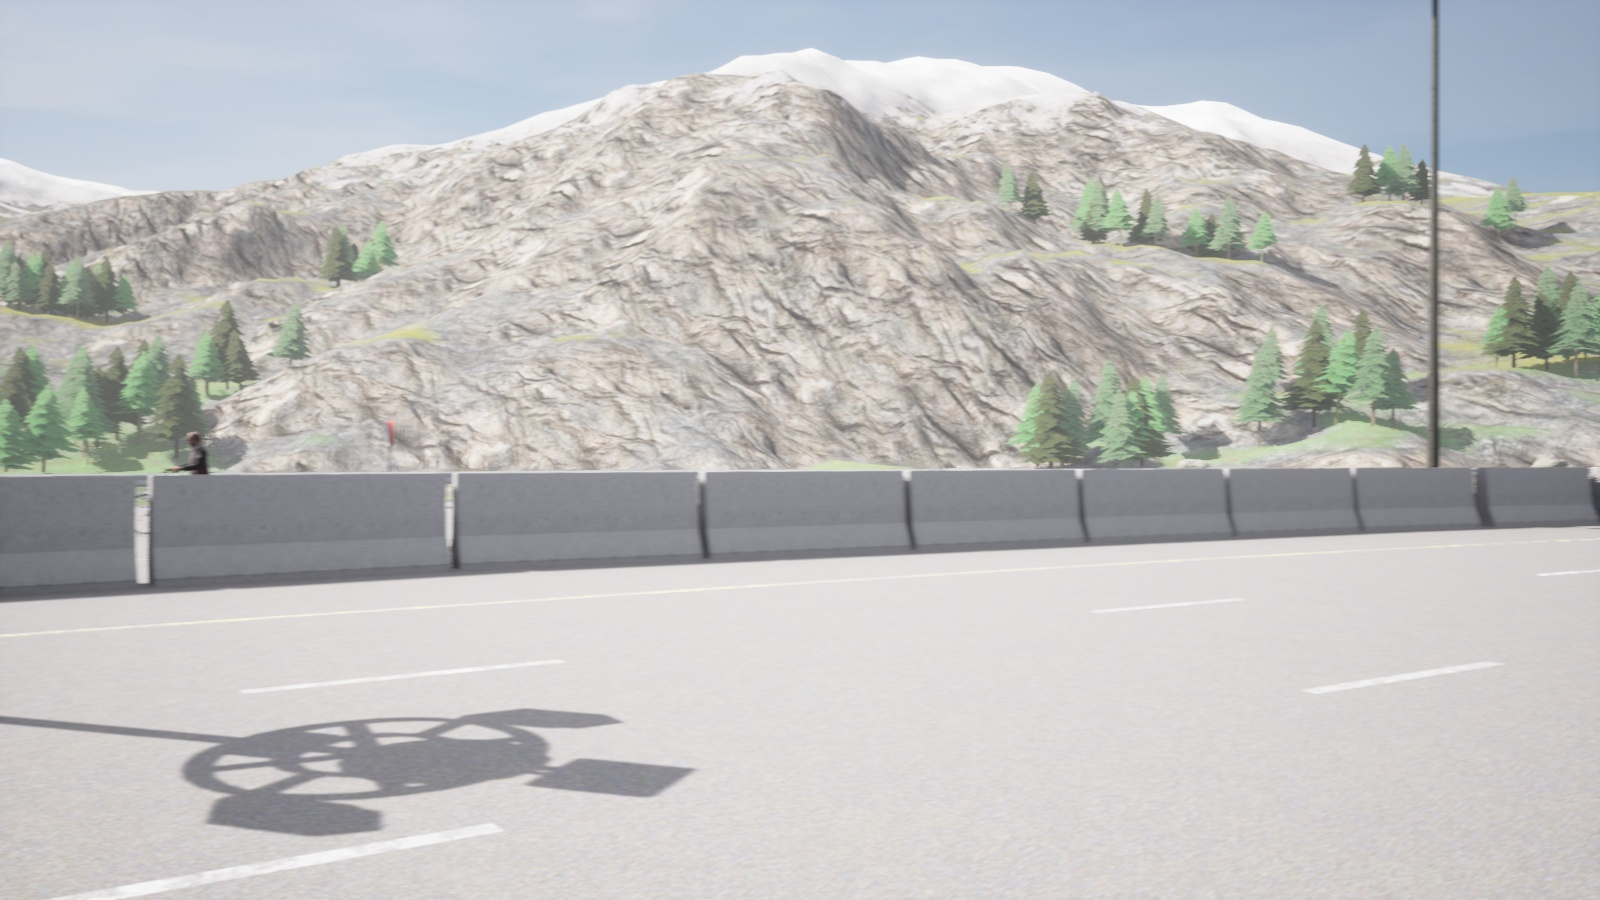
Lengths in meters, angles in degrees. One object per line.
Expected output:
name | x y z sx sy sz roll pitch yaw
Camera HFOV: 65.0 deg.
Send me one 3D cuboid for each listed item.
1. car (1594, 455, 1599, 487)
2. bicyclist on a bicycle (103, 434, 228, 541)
car | 34.499 0.839 50.330 4.718 1.301 1.895 0 0 -16
bicyclist on a bicycle | -10.887 0.625 21.586 1.843 1.776 0.659 0 1 -34
